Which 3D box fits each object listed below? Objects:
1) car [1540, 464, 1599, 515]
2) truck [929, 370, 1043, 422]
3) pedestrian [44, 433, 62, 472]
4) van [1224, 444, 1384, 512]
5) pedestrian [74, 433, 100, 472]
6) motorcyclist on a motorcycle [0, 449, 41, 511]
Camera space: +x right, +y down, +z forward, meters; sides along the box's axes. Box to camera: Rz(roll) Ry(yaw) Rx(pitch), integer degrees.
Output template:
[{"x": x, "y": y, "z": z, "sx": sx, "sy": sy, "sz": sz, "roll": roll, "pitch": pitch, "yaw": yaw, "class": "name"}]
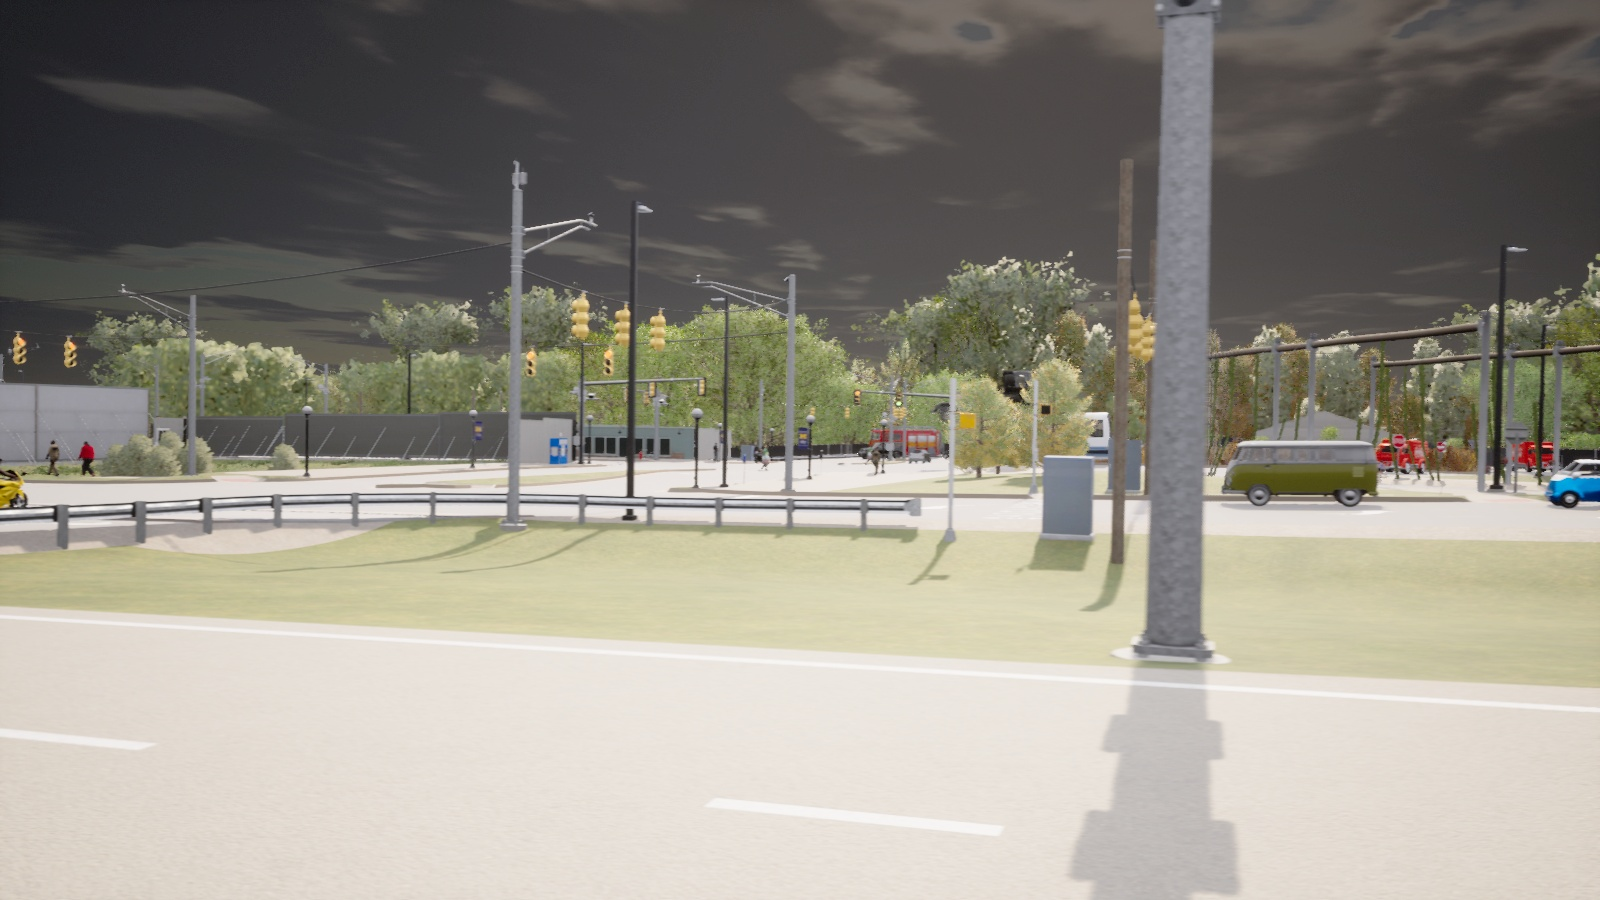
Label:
[{"x": 22.695, "y": 1.126, "z": 36.071, "sx": 2.207, "sy": 1.376, "sz": 1.481, "roll": 0, "pitch": 1, "yaw": 19, "class": "car"}, {"x": 13.936, "y": -4.022, "z": 93.947, "sx": 7.936, "sy": 3.462, "sz": 2.891, "roll": -2, "pitch": 3, "yaw": 16, "class": "truck"}, {"x": -37.105, "y": 0.108, "z": 62.385, "sx": 0.692, "sy": 1.930, "sz": 0.396, "roll": 2, "pitch": 1, "yaw": 20, "class": "pedestrian"}, {"x": 15.351, "y": 0.814, "z": 38.491, "sx": 4.442, "sy": 1.987, "sz": 1.775, "roll": 0, "pitch": 1, "yaw": 18, "class": "van"}, {"x": -34.745, "y": 0.114, "z": 61.200, "sx": 0.899, "sy": 1.844, "sz": 0.634, "roll": 2, "pitch": 1, "yaw": 16, "class": "pedestrian"}, {"x": -20.675, "y": 0.779, "z": 32.193, "sx": 0.797, "sy": 1.523, "sz": 2.044, "roll": 1, "pitch": 3, "yaw": 16, "class": "motorcyclist on a motorcycle"}]
